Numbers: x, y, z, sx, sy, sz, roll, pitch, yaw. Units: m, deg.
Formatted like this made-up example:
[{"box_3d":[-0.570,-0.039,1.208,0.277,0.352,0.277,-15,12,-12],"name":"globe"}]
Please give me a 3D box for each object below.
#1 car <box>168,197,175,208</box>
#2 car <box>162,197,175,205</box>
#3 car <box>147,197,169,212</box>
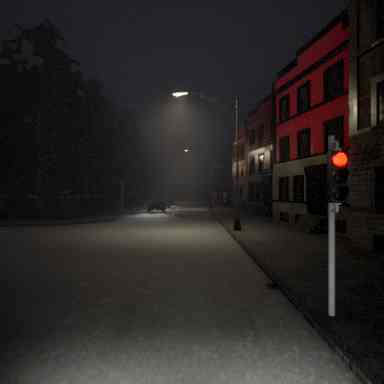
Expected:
[{"box_3d":[-4.032,1.491,48.067,2.128,1.511,4.902,0,0,0],"name":"car"},{"box_3d":[-3.996,1.601,58.083,1.895,1.301,4.718,0,0,0],"name":"car"},{"box_3d":[-4.049,1.601,38.689,1.895,1.301,4.718,0,0,0],"name":"car"}]
